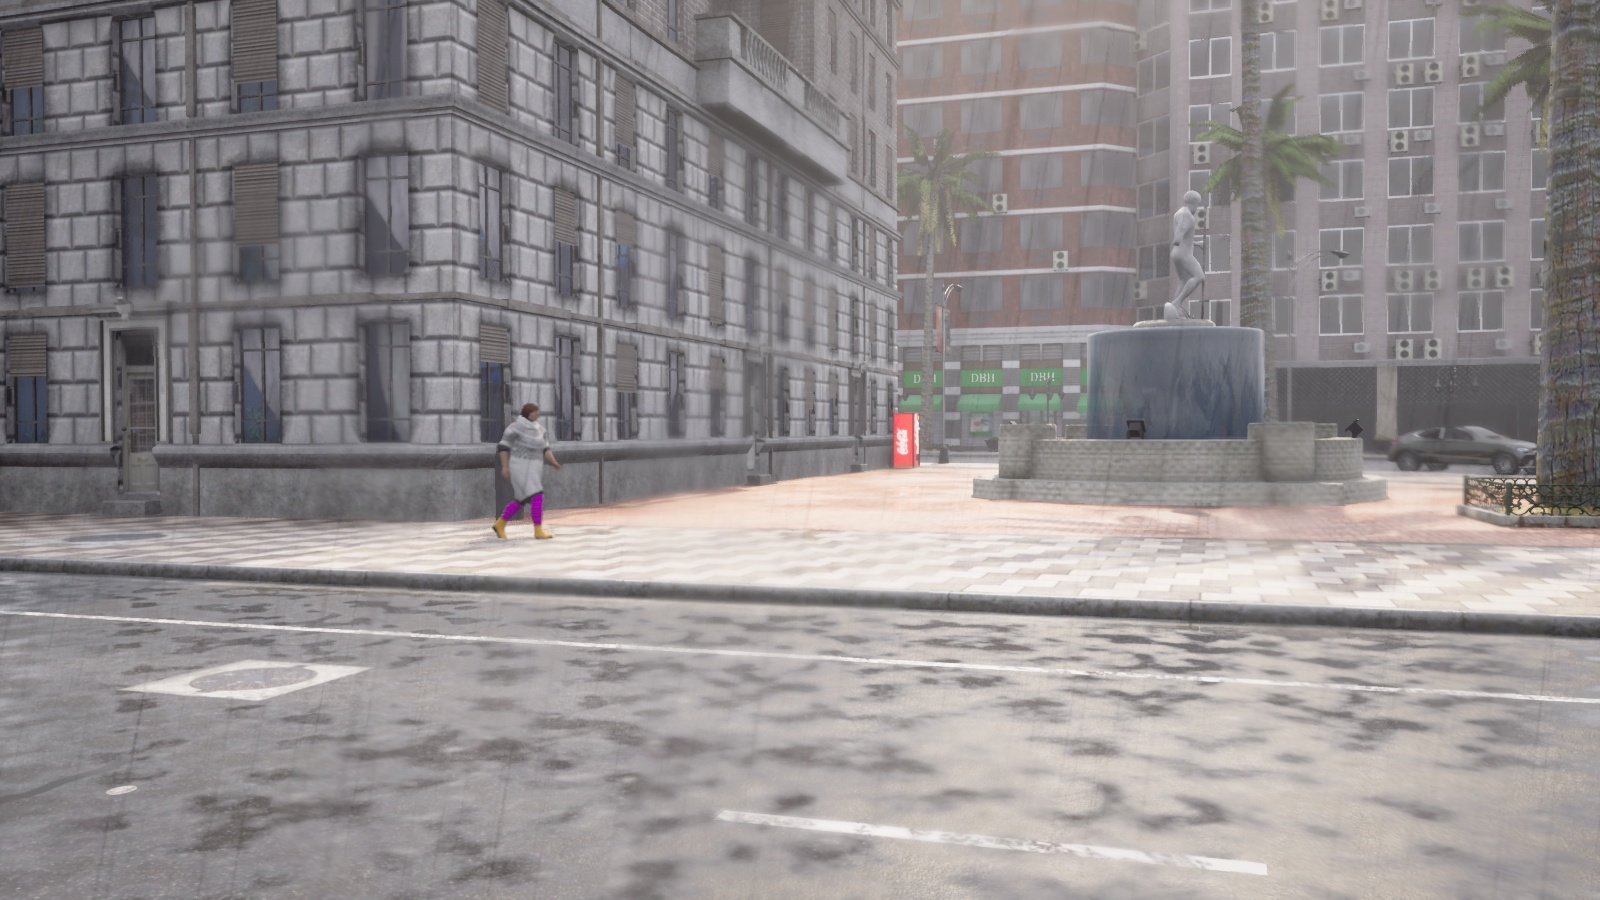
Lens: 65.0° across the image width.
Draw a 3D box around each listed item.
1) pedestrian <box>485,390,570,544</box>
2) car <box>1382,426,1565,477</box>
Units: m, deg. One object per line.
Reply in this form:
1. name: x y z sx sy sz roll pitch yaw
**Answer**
1. pedestrian: -3.560 0.207 16.432 0.873 1.952 0.659 1 1 24
2. car: 22.803 0.007 42.710 2.152 1.651 5.027 0 1 -34
